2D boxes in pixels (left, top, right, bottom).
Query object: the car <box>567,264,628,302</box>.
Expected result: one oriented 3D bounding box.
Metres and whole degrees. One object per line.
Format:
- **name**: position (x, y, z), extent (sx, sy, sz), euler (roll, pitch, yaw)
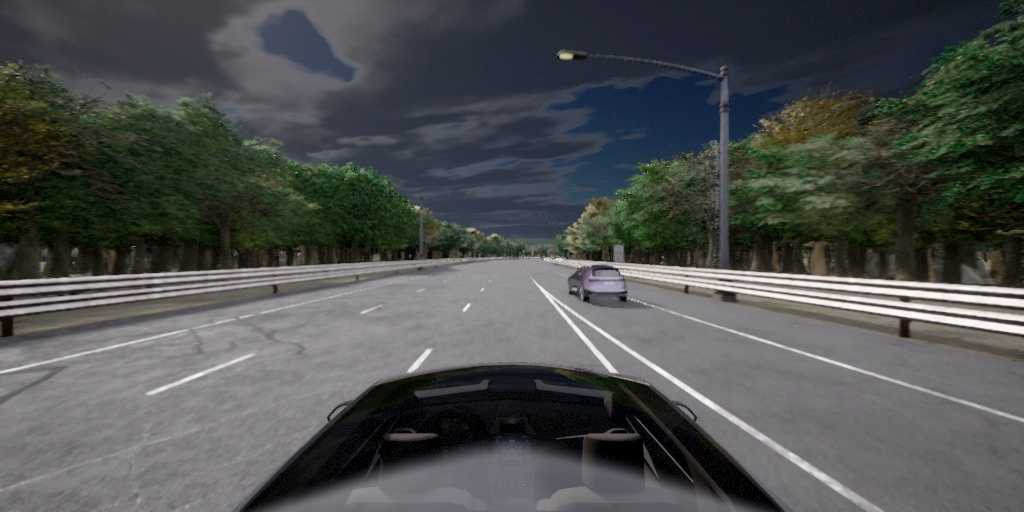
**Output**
- **car**: position (3.870, 1.192, 16.846), extent (2.033, 1.649, 4.856), euler (0, 0, -2)
